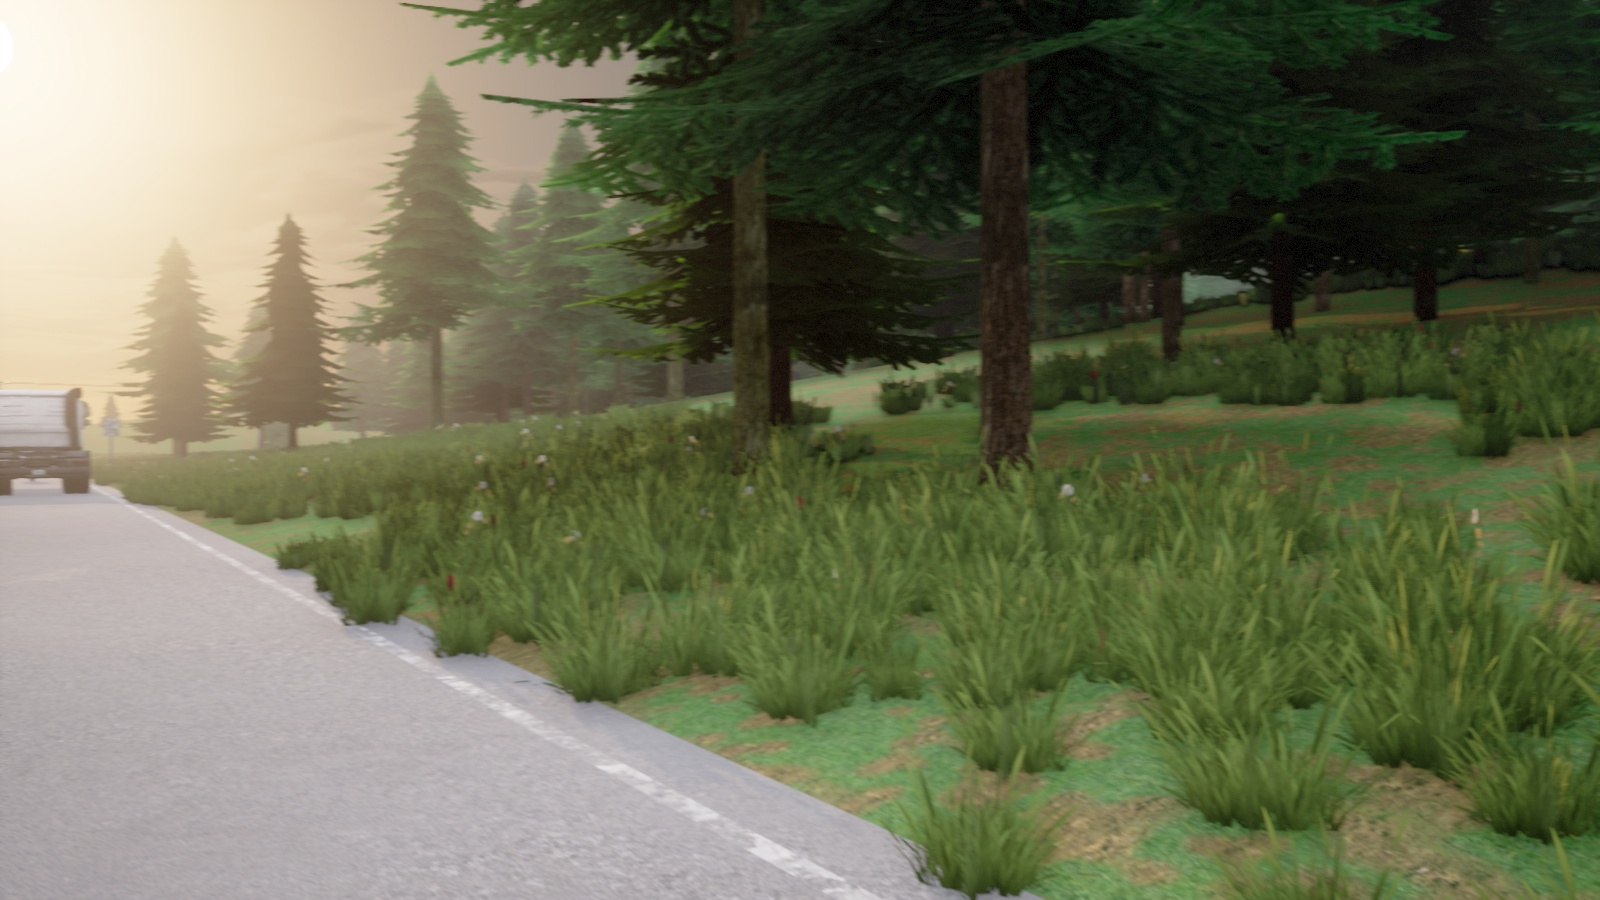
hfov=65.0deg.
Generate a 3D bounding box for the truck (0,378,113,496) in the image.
[{"bbox_3d":[-24.235,-0.412,40.876,2.891,3.462,7.936,-1,1,-31],"label":"truck"}]
